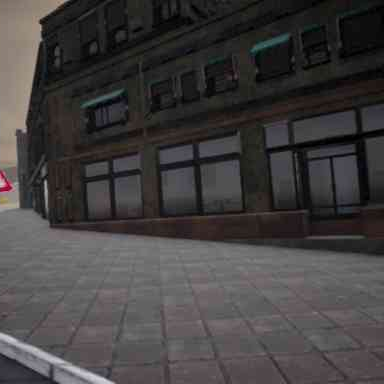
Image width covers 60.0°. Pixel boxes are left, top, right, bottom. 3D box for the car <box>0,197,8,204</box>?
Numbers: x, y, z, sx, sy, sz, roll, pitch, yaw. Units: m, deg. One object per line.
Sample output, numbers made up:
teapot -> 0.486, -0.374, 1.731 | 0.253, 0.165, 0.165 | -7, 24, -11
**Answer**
car -> -35.587, 1.682, 60.499 | 1.882, 1.535, 5.008 | -4, 0, 4
